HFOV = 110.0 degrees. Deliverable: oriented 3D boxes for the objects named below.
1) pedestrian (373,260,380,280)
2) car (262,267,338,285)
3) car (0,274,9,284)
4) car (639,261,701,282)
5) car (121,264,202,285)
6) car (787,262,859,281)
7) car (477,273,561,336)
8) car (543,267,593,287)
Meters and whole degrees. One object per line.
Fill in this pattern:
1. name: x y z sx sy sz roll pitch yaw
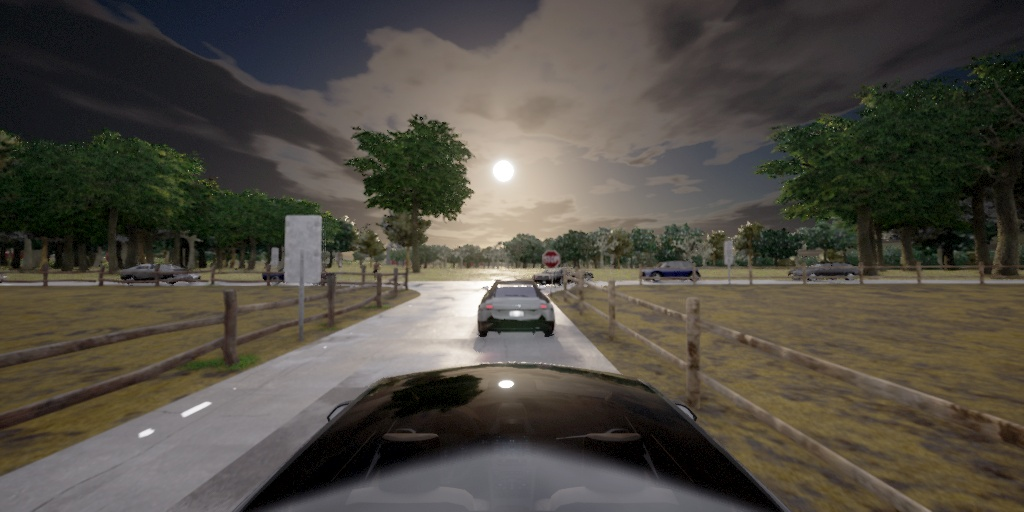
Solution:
1. pedestrian: -12.261 1.280 32.438 0.375 1.860 0.375 0 -2 0
2. car: -15.473 1.444 26.408 4.718 1.301 1.895 0 -2 1
3. car: -40.125 1.360 26.340 4.674 1.442 1.812 1 -2 0
4. car: 12.827 1.195 29.434 4.553 1.767 2.097 0 -2 -1
5. car: -25.703 1.332 26.395 4.902 1.511 2.128 0 -2 0
6. car: 25.302 1.279 29.264 4.892 1.490 1.837 -2 -2 3
7. car: 0.071 1.348 10.532 1.994 1.385 4.181 0 0 -1
8. car: 3.672 1.396 24.889 1.895 1.301 4.718 -2 -1 45
